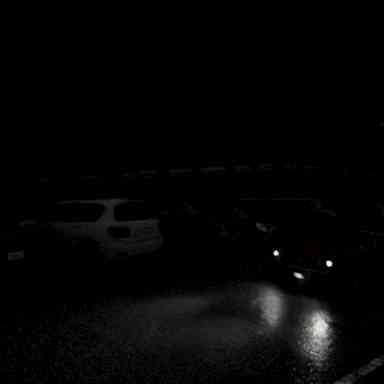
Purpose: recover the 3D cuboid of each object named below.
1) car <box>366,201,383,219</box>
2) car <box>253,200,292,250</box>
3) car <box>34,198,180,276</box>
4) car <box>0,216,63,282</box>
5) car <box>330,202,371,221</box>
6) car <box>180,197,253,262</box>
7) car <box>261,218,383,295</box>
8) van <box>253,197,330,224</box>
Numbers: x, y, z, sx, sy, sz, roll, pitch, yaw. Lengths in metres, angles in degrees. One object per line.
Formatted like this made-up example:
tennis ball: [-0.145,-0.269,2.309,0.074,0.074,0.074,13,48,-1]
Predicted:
car: [8.936,1.344,19.316,4.553,1.767,2.185,-1,0,35]
car: [1.503,1.351,14.116,4.553,1.767,2.185,-1,-1,34]
car: [-3.428,1.230,10.595,5.566,2.045,2.435,-1,0,35]
car: [-5.889,1.512,8.839,4.792,1.488,2.163,-1,0,35]
car: [6.449,1.473,17.601,4.892,1.521,2.231,-1,-1,35]
car: [-0.910,1.227,12.336,5.566,2.045,2.435,-1,-1,34]
car: [4.250,1.594,8.834,4.718,1.301,1.895,0,0,-35]
van: [3.889,1.250,15.907,4.442,1.987,1.878,-1,0,35]
